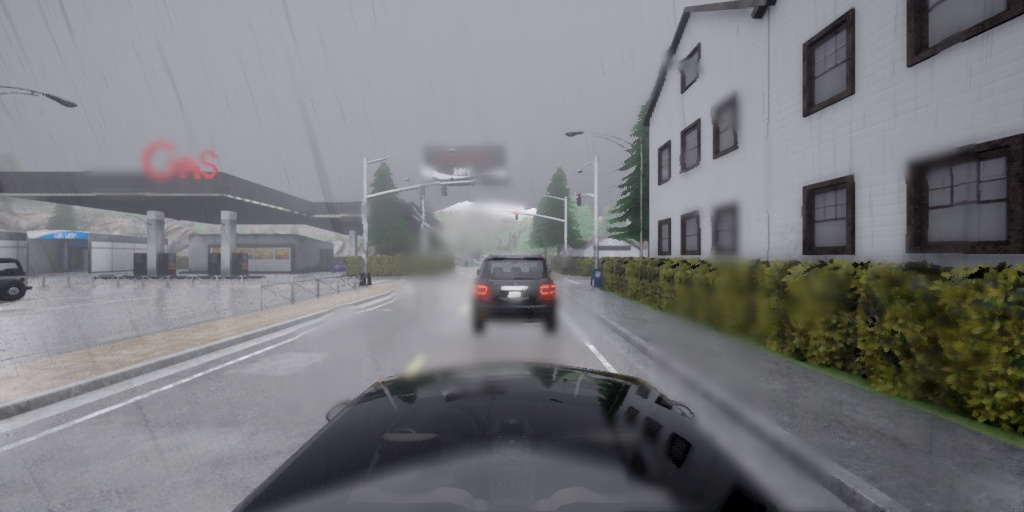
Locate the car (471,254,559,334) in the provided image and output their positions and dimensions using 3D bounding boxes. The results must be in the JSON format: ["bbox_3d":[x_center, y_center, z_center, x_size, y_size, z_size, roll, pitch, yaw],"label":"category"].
[{"bbox_3d":[0.084,0.970,10.789,2.150,2.045,5.566,0,0,0],"label":"car"}]
